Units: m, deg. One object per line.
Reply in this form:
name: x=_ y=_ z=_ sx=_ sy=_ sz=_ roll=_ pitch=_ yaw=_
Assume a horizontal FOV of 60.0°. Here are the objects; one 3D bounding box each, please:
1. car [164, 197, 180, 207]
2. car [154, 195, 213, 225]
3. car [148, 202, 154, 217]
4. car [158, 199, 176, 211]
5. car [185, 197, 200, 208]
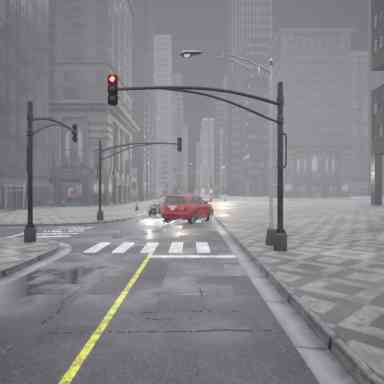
car: x=-3.056 y=1.499 z=51.380 sx=2.128 sy=1.511 sz=4.902 roll=0 pitch=0 yaw=0
car: x=-0.265 y=1.221 z=24.537 sx=2.150 sy=2.045 sz=5.566 roll=2 pitch=0 yaw=23
car: x=-3.084 y=1.601 z=31.957 sx=1.895 sy=1.301 sz=4.718 roll=0 pitch=0 yaw=0
car: x=-3.080 y=1.603 z=41.301 sx=1.895 sy=1.301 sz=4.718 roll=0 pitch=0 yaw=0
car: x=0.123 y=1.498 z=50.021 sx=2.128 sy=1.511 sz=4.902 roll=0 pitch=0 yaw=0
